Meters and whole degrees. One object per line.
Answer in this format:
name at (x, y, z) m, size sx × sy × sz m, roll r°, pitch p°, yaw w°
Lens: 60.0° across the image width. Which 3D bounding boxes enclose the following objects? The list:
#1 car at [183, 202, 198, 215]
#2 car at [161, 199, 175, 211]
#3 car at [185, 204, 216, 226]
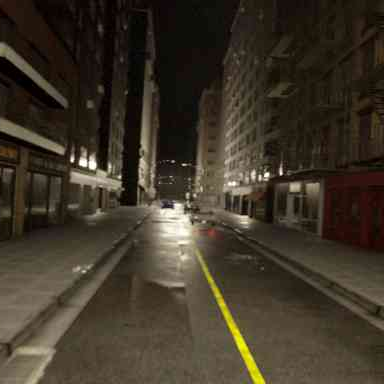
car at (-0.081, 1.957, 39.692) m, size 2.128 × 1.511 × 4.902 m, roll 3°, pitch -1°, yaw -3°
car at (-3.523, 1.871, 49.196) m, size 1.882 × 1.535 × 5.008 m, roll 3°, pitch -1°, yaw -4°
car at (0.775, 1.962, 27.194) m, size 1.895 × 1.301 × 4.718 m, roll 3°, pitch -1°, yaw -4°
